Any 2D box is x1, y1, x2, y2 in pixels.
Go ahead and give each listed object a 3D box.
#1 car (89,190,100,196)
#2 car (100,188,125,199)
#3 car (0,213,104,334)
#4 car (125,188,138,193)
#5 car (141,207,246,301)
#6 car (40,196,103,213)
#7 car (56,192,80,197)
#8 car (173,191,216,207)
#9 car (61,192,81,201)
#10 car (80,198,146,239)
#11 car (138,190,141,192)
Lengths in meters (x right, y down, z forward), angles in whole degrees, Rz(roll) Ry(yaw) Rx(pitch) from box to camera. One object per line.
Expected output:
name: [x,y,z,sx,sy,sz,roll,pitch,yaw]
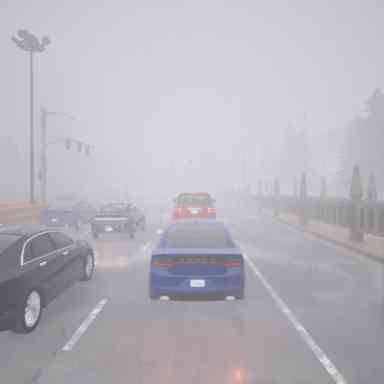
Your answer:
car: [-20.780,0.283,72.531,2.097,1.767,4.553,0,1,0]
car: [-13.908,0.366,58.363,2.150,2.045,5.566,0,1,0]
car: [-3.402,1.434,6.615,1.837,1.490,4.892,0,1,0]
car: [-13.783,0.170,71.482,2.150,2.045,5.566,0,1,0]
car: [0.100,1.383,8.202,1.882,1.535,5.008,0,1,0]
car: [-6.872,1.218,19.070,1.882,1.535,5.008,0,1,0]
car: [-14.012,1.050,35.794,1.994,1.385,4.181,0,1,0]
car: [0.121,0.977,18.071,2.150,2.045,5.566,0,1,0]
car: [-20.901,0.679,57.716,1.812,1.442,4.674,0,1,1]
car: [-3.381,1.279,15.988,2.128,1.511,4.902,0,1,0]
car: [-13.727,0.247,87.109,2.033,1.411,5.357,0,1,0]
